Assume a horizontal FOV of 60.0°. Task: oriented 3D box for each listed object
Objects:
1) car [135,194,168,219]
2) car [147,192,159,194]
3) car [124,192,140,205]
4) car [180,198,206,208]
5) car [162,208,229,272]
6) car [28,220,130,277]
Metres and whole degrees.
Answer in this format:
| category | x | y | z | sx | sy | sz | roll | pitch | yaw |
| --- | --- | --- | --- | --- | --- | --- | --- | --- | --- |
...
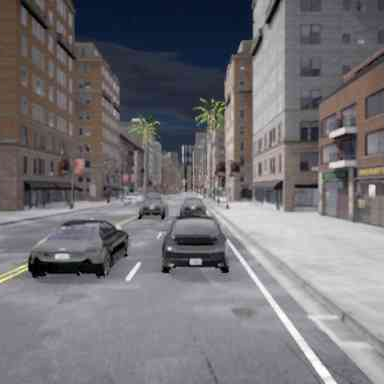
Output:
| category | x | y | z | sx | sy | sz | roll | pitch | yaw |
| --- | --- | --- | --- | --- | --- | --- | --- | --- | --- |
| car | -3.159 | 1.261 | 28.142 | 2.097 | 1.767 | 4.553 | 0 | 0 | 0 |
| car | -6.518 | 1.062 | 55.012 | 2.150 | 2.045 | 5.566 | 0 | 0 | 0 |
| car | -9.765 | 1.054 | 55.166 | 2.150 | 2.045 | 5.566 | 0 | 0 | 0 |
| car | 0.090 | 1.261 | 28.144 | 2.097 | 1.767 | 4.553 | 0 | 0 | 0 |
| car | 0.095 | 1.468 | 10.646 | 1.837 | 1.490 | 4.892 | 0 | 0 | 0 |
| car | -3.156 | 1.529 | 10.092 | 1.994 | 1.385 | 4.181 | 0 | 0 | 0 |
